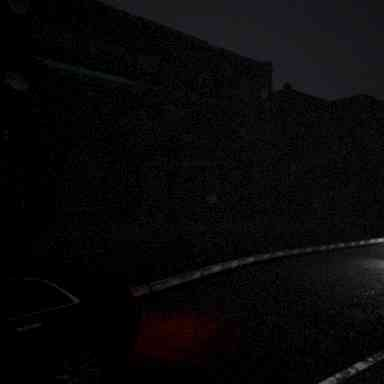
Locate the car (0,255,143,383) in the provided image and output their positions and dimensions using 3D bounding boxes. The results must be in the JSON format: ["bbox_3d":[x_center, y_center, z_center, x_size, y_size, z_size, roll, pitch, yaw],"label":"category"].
[{"bbox_3d":[-2.815,1.496,3.204,4.892,1.490,1.837,0,0,-41],"label":"car"}]
